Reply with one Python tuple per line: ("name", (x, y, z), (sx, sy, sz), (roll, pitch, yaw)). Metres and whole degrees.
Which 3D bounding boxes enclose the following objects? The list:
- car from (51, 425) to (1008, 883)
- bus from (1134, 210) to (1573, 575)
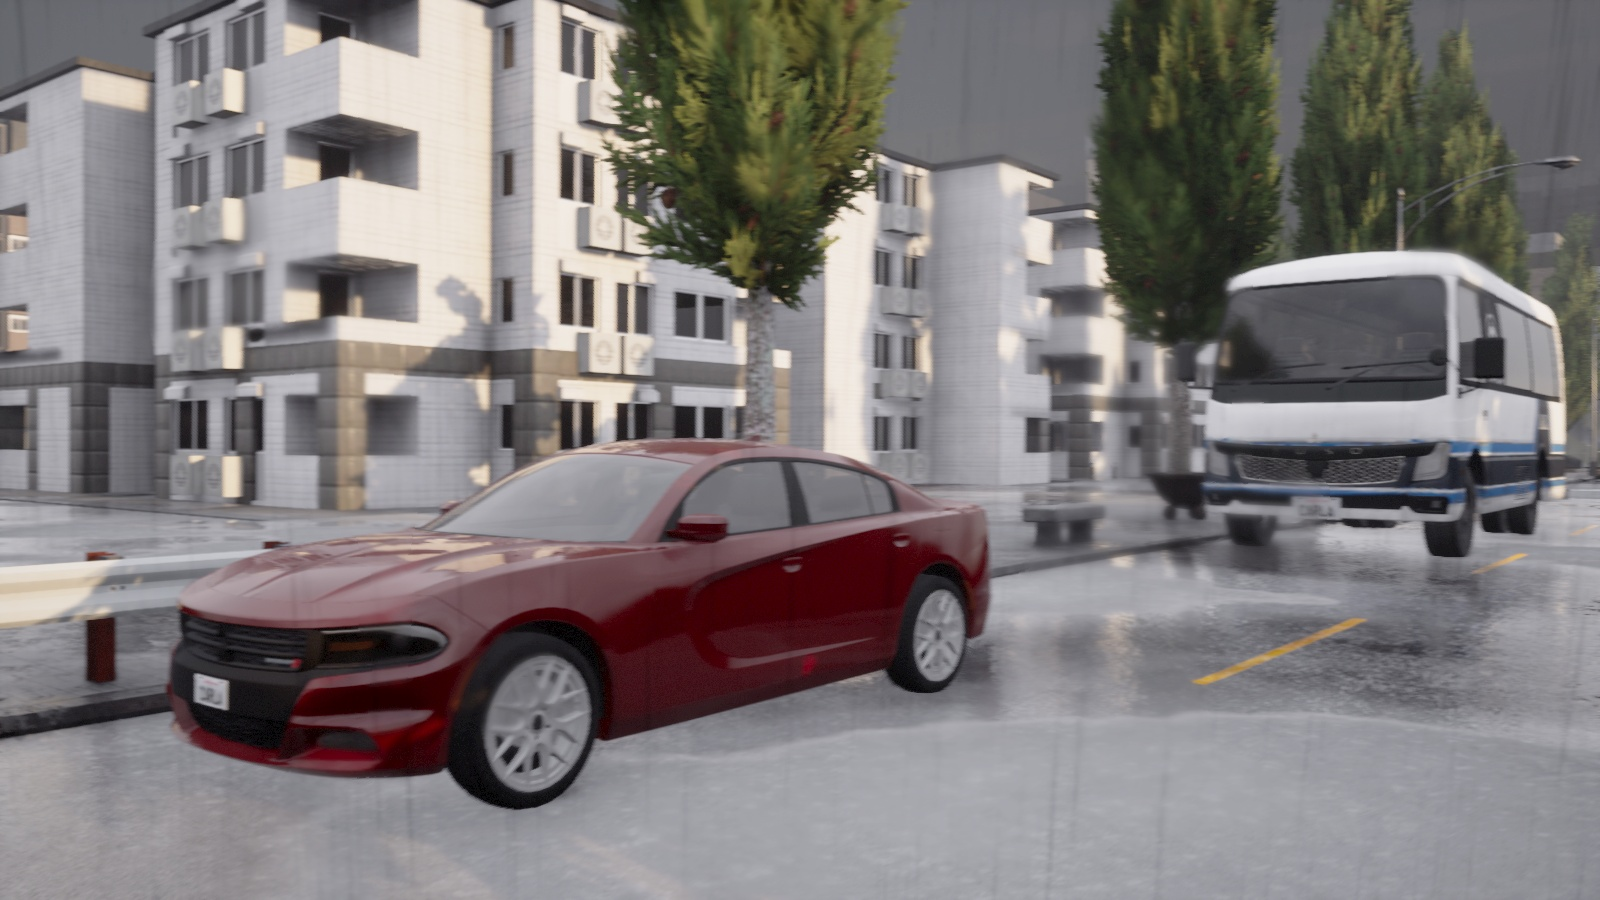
("car", (-0.921, 0.675, 6.764), (1.882, 1.535, 5.008), (1, 0, 37))
("bus", (9.266, -0.690, 19.901), (3.944, 4.253, 10.273), (1, 0, 38))
